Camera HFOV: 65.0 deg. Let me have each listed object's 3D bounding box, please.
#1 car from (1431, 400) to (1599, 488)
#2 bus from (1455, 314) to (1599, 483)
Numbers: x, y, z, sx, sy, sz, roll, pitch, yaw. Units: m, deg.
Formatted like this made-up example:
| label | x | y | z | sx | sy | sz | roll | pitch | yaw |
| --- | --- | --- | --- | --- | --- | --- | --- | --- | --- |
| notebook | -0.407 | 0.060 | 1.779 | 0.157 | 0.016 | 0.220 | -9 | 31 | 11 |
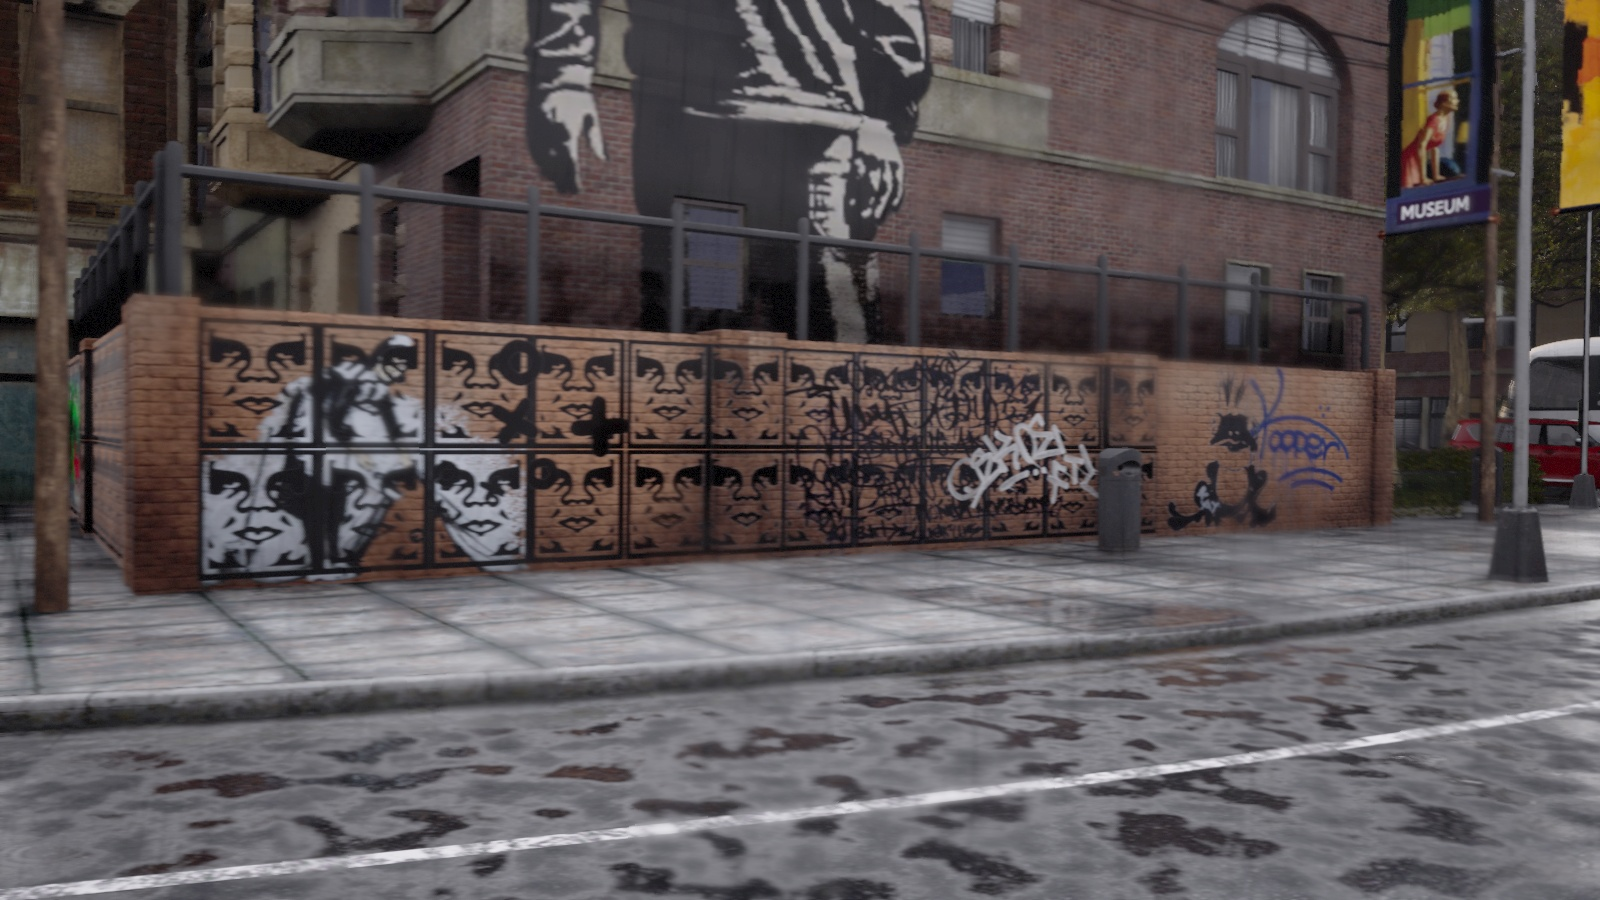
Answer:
| label | x | y | z | sx | sy | sz | roll | pitch | yaw |
| --- | --- | --- | --- | --- | --- | --- | --- | --- | --- |
| car | 18.779 | -0.165 | 30.824 | 2.150 | 2.045 | 5.566 | -1 | 1 | -33 |
| bus | 22.777 | -1.319 | 31.755 | 3.944 | 4.253 | 10.273 | -1 | 1 | -44 |
